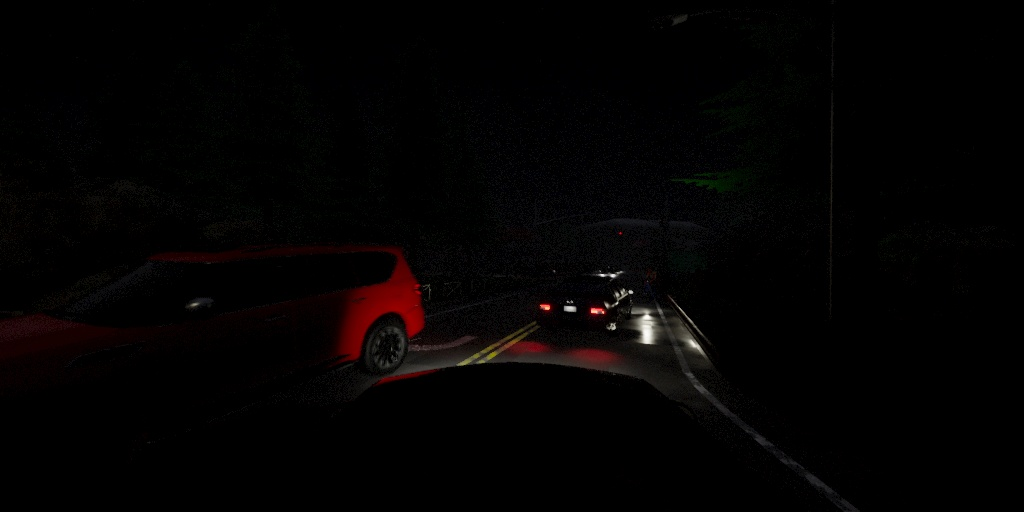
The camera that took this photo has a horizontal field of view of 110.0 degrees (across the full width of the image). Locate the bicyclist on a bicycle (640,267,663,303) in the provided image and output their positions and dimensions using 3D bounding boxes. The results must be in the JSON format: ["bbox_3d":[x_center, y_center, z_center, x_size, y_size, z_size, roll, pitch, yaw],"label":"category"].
[{"bbox_3d":[6.444,1.340,16.493,1.656,1.620,0.582,1,-1,-31],"label":"bicyclist on a bicycle"}]

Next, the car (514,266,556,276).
[{"bbox_3d":[2.992,1.906,45.172,5.357,1.411,2.033,1,-1,22],"label":"car"}]

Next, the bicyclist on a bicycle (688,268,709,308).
[{"bbox_3d":[7.888,1.353,15.109,1.656,1.620,0.582,1,-1,-34],"label":"bicyclist on a bicycle"}]

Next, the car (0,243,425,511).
[{"bbox_3d":[-3.511,0.879,4.559,2.150,2.045,5.566,1,3,26],"label":"car"}]

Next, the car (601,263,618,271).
[{"bbox_3d":[15.076,2.165,56.242,1.895,1.301,4.718,1,-1,20],"label":"car"}]

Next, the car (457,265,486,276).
[{"bbox_3d":[-5.331,1.755,44.752,4.181,1.385,1.994,1,-1,20],"label":"car"}]

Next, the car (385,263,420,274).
[{"bbox_3d":[-14.727,1.621,48.159,4.181,1.385,1.994,1,-1,20],"label":"car"}]

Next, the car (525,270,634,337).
[{"bbox_3d":[2.313,1.276,10.290,2.033,1.411,5.357,1,-1,24],"label":"car"}]
